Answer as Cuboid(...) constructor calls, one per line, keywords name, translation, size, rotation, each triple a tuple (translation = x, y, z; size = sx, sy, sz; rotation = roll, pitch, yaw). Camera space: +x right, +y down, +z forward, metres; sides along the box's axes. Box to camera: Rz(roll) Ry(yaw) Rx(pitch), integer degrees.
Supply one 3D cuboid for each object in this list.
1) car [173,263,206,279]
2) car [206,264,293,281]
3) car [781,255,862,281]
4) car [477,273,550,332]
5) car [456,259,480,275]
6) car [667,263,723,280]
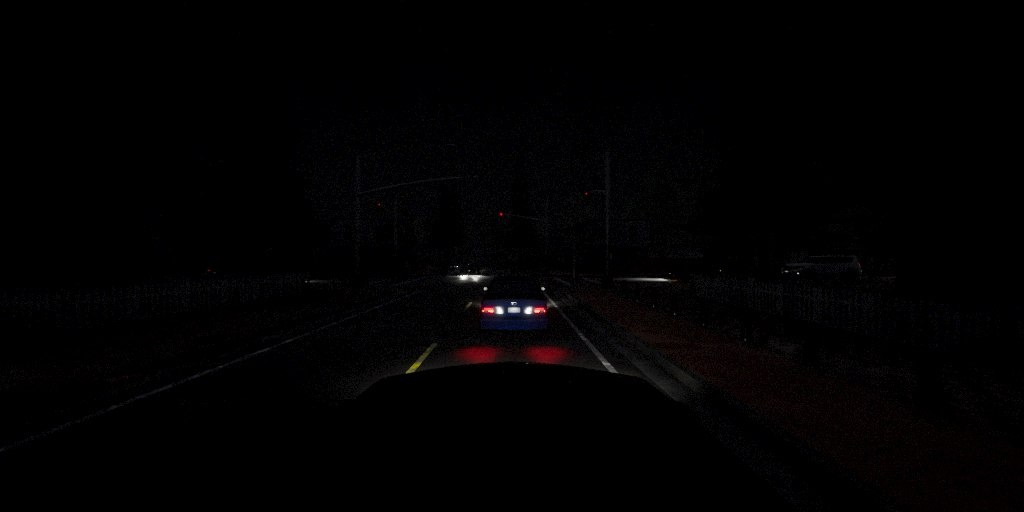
Cuboid(name="car", translation=(-28.408, 1.282, 31.494), size=(5.357, 1.411, 2.033), rotation=(0, 0, 2))
Cuboid(name="car", translation=(-19.834, 1.282, 27.549), size=(5.357, 1.411, 2.033), rotation=(0, 0, 2))
Cuboid(name="car", translation=(25.712, 0.953, 29.899), size=(5.566, 2.045, 2.150), rotation=(0, 0, 1))
Cuboid(name="car", translation=(0.065, 1.297, 10.800), size=(2.033, 1.411, 5.357), rotation=(0, 0, 0))
Cuboid(name="car", translation=(-4.327, 1.280, 37.401), size=(1.994, 1.385, 4.181), rotation=(0, 0, -3))
Cuboid(name="car", translation=(15.324, 1.299, 30.211), size=(4.181, 1.385, 1.994), rotation=(0, 0, 2))
